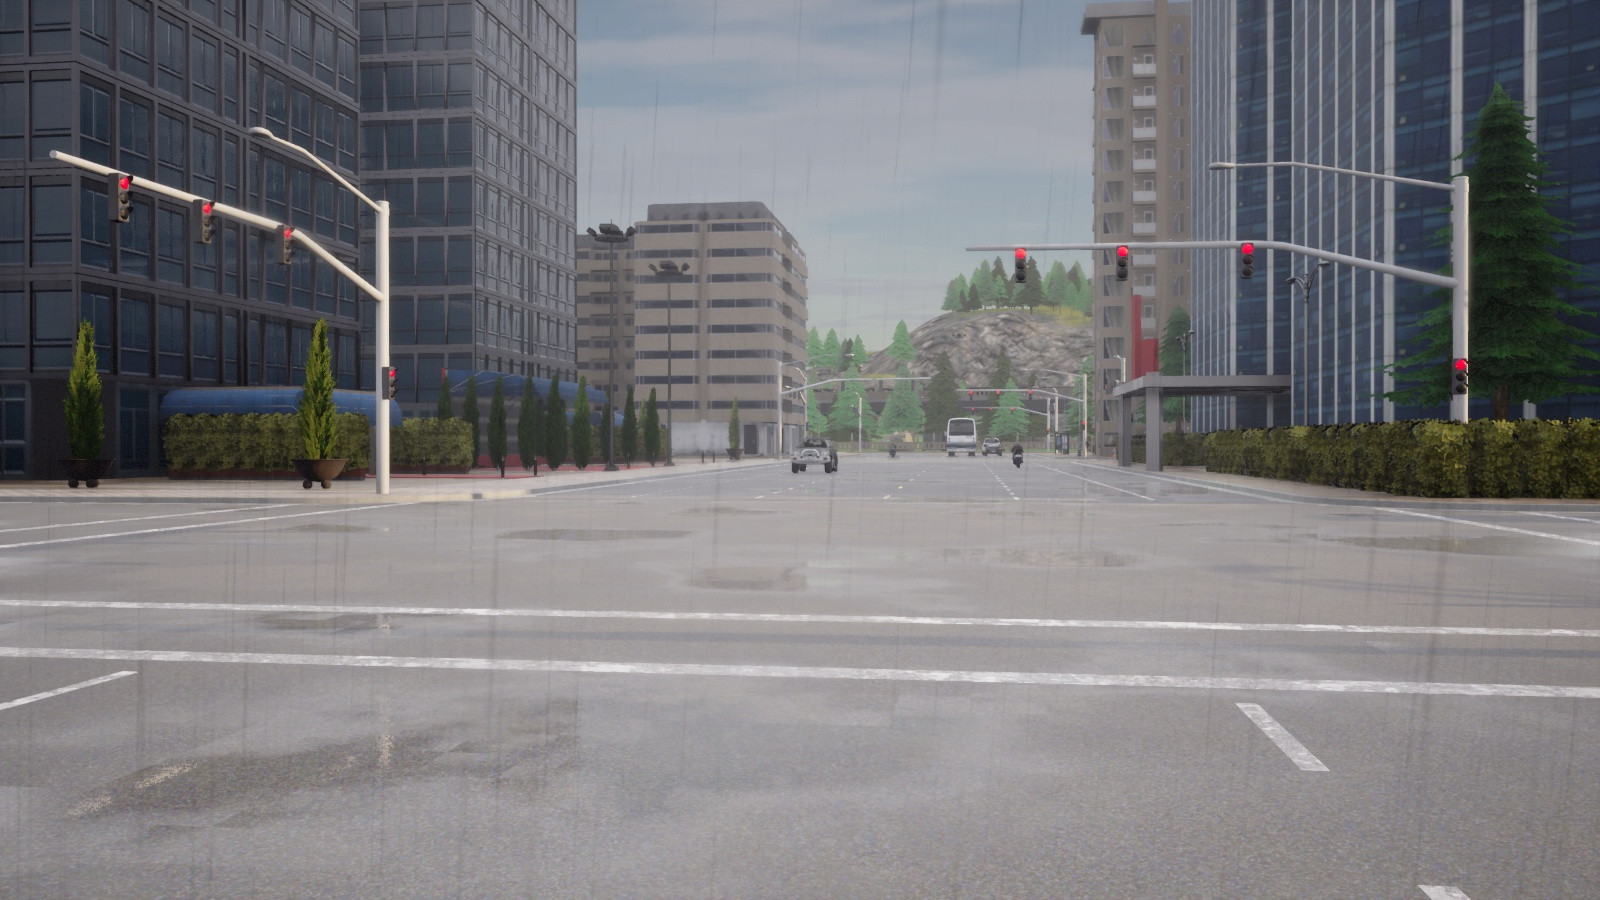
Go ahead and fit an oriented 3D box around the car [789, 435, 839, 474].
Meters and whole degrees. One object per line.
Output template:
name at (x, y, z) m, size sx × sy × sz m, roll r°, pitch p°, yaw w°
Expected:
car at (0.739, 0.212, 62.293) m, size 1.932 × 1.855 × 4.605 m, roll 0°, pitch 0°, yaw 7°
